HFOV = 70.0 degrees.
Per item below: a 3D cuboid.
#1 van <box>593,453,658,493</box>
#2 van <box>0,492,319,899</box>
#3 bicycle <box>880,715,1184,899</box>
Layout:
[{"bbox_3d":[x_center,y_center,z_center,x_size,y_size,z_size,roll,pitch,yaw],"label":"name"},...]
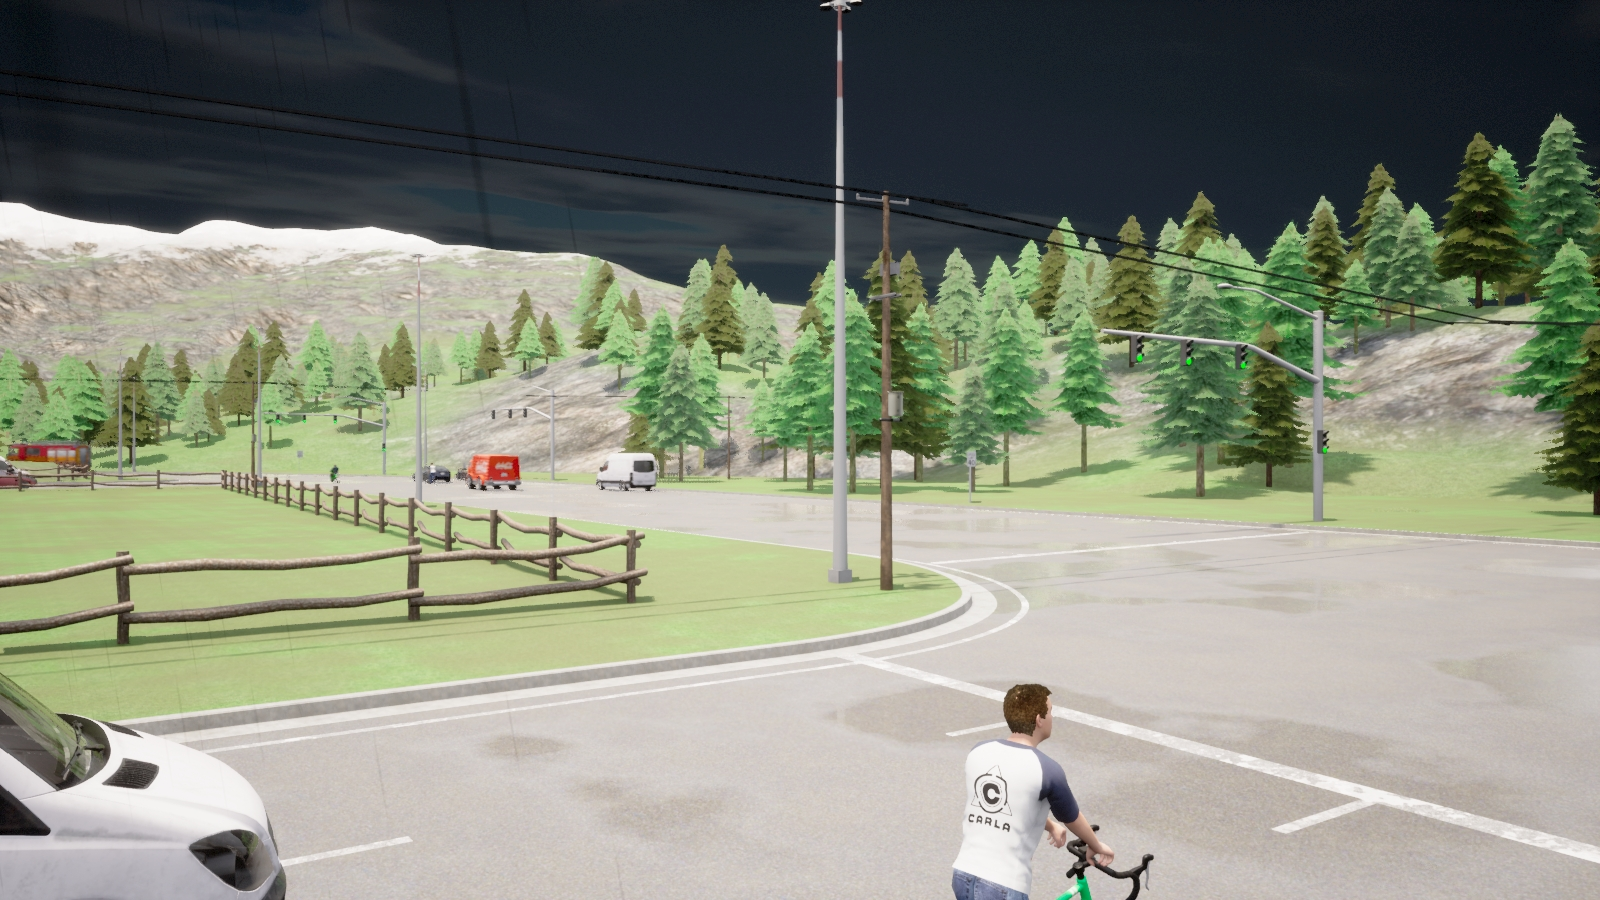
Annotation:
[{"bbox_3d":[-11.942,1.511,77.887,1.988,2.561,5.915,0,0,-35],"label":"van"},{"bbox_3d":[-5.215,1.535,4.399,5.915,2.561,1.988,0,0,-35],"label":"van"},{"bbox_3d":[1.060,2.053,4.957,1.643,1.496,0.373,0,0,-41],"label":"bicycle"}]
